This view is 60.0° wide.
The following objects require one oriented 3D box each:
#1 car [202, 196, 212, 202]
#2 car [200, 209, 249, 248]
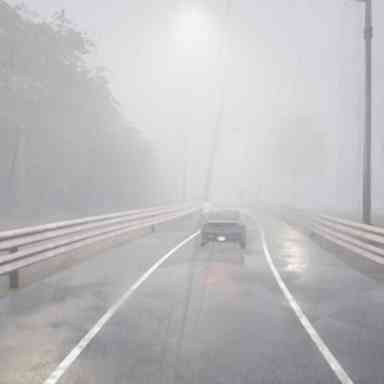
[{"bbox_3d":[2.983,1.477,72.350,2.033,1.411,5.357,0,0,-10],"label":"car"},{"bbox_3d":[1.515,1.513,15.004,1.837,1.490,4.892,0,0,9],"label":"car"}]
